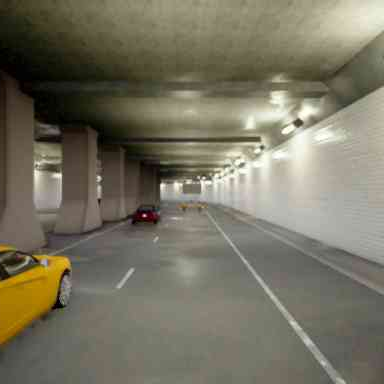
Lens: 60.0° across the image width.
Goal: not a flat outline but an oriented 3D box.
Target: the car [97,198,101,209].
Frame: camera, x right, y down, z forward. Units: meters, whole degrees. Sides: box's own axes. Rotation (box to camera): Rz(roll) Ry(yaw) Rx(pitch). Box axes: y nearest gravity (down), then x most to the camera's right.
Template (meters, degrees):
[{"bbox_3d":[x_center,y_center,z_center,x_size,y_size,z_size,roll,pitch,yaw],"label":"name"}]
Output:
[{"bbox_3d":[-14.066,1.729,49.240,1.837,1.490,4.892,0,0,0],"label":"car"}]

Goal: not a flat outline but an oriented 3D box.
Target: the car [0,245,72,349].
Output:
[{"bbox_3d":[-3.400,1.500,4.908,1.882,1.535,5.008,0,0,0],"label":"car"}]

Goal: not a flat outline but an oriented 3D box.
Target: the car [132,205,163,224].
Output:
[{"bbox_3d":[-3.402,1.682,25.860,1.994,1.385,4.181,0,0,0],"label":"car"}]

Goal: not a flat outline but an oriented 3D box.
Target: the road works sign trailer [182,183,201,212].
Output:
[{"bbox_3d":[0.000,0.660,42.906,2.380,3.560,2.880,0,0,0],"label":"road works sign trailer"}]
